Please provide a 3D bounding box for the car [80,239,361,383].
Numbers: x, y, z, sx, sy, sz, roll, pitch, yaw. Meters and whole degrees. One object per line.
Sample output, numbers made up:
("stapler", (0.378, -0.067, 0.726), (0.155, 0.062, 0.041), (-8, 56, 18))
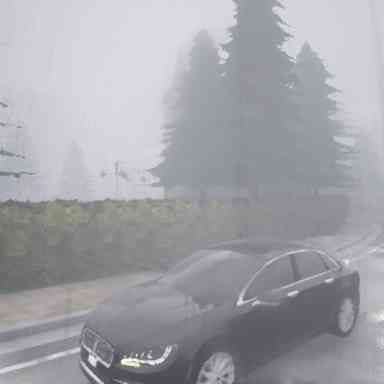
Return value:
("car", (0.813, 1.551, 5.077), (4.892, 1.490, 1.837), (1, -1, -40))
